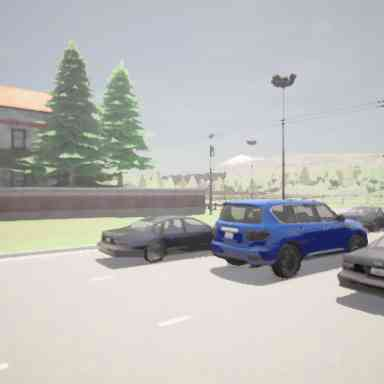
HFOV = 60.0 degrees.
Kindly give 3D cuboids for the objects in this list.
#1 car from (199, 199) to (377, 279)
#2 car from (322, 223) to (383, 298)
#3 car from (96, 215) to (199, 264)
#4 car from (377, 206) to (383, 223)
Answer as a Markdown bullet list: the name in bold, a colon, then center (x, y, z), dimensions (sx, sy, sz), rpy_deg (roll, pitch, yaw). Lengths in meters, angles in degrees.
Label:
- **car**: center (3.156, 1.227, 10.296), dimensions (5.566, 2.045, 2.150), rpy_deg (0, 0, -35)
- **car**: center (5.553, 1.551, 7.709), dimensions (5.357, 1.411, 2.033), rpy_deg (0, 0, -35)
- **car**: center (-0.587, 1.550, 11.926), dimensions (5.357, 1.411, 2.033), rpy_deg (0, 0, -35)
- **car**: center (10.784, 1.557, 20.035), dimensions (5.357, 1.411, 2.033), rpy_deg (0, 0, -36)
